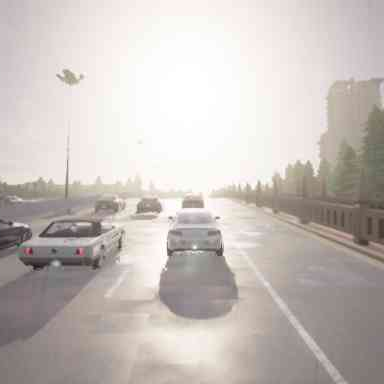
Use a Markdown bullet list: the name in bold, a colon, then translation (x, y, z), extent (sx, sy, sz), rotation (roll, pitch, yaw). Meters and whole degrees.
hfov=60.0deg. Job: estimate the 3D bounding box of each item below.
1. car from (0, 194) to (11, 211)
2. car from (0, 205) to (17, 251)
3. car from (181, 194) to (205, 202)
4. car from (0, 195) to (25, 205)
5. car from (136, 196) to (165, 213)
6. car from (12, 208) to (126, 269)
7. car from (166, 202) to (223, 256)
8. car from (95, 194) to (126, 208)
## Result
- **car**: translation (-17.611, 0.963, 28.431), extent (1.994, 1.385, 4.181), rotation (0, 1, 0)
- **car**: translation (-6.907, 1.369, 10.526), extent (1.812, 1.442, 4.674), rotation (0, 1, 0)
- **car**: translation (0.083, 0.866, 28.936), extent (1.882, 1.535, 5.008), rotation (0, 1, 0)
- **car**: translation (-14.111, 0.990, 24.425), extent (2.128, 1.511, 4.902), rotation (0, 1, 0)
- **car**: translation (-3.416, 0.978, 27.878), extent (1.994, 1.385, 4.181), rotation (0, 1, 0)
- **car**: translation (-3.407, 1.444, 10.536), extent (1.895, 1.301, 4.718), rotation (0, 1, 0)
- **car**: translation (0.077, 1.328, 12.197), extent (1.812, 1.442, 4.674), rotation (0, 1, 0)
- **car**: translation (-6.916, 0.928, 28.339), extent (1.812, 1.442, 4.674), rotation (0, 1, 0)
